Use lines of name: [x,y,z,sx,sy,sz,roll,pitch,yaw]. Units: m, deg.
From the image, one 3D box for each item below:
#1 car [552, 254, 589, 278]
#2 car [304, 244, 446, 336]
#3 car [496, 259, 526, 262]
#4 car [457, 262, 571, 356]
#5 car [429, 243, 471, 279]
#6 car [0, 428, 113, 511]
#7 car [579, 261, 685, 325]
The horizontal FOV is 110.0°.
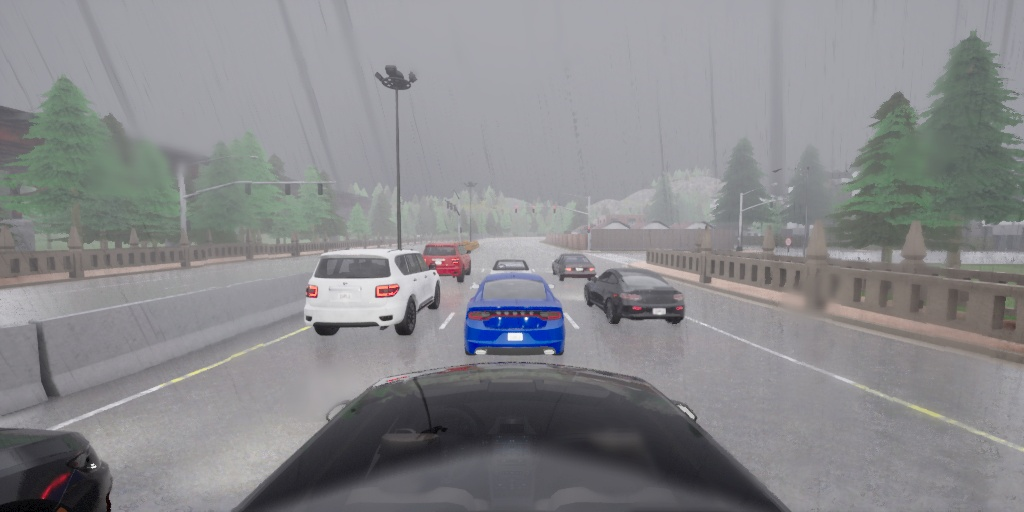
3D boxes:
car: [3.419,0.565,20.482,2.033,1.411,5.357,0,3,0]
car: [-3.480,0.803,10.055,2.150,2.045,5.566,0,2,-1]
car: [-0.063,0.796,17.471,1.895,1.301,4.718,0,3,-1]
car: [0.035,1.115,8.422,1.882,1.535,5.008,0,2,0]
car: [-3.593,0.259,20.044,2.150,2.045,5.566,0,4,-1]
car: [-3.389,1.254,0.169,1.837,1.490,4.892,0,0,-1]
car: [3.509,1.076,10.905,1.812,1.442,4.674,0,2,-1]
